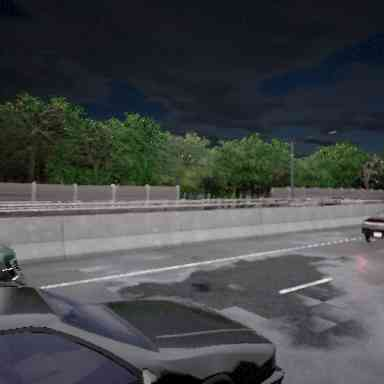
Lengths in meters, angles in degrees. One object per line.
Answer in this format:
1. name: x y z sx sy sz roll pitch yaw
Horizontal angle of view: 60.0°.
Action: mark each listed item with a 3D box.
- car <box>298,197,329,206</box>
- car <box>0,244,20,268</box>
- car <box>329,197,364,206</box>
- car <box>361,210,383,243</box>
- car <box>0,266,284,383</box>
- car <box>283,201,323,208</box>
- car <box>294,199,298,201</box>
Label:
1. car: 15.827 1.404 41.558 4.553 1.767 2.097 0 0 -36
2. car: -5.226 1.214 4.286 5.566 2.045 2.150 0 0 -36
3. car: 18.571 1.577 39.228 4.674 1.442 1.812 0 0 -36
4. car: 9.600 1.540 15.105 4.902 1.511 2.128 0 0 -36
5. car: -1.675 1.547 2.547 5.357 1.411 2.033 0 0 -36
6. car: 8.358 1.658 27.444 4.718 1.301 1.895 0 0 -36
7. car: 14.785 1.615 45.128 4.181 1.385 1.994 0 0 -36
